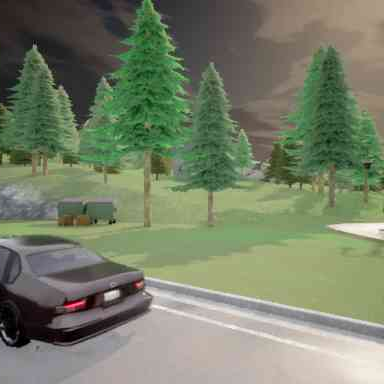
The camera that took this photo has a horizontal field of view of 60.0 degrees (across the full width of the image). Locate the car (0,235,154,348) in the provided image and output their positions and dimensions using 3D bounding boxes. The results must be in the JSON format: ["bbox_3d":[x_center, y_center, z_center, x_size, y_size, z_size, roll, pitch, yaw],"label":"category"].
[{"bbox_3d":[-3.200,1.547,6.276,5.357,1.411,2.033,0,0,36],"label":"car"}]
